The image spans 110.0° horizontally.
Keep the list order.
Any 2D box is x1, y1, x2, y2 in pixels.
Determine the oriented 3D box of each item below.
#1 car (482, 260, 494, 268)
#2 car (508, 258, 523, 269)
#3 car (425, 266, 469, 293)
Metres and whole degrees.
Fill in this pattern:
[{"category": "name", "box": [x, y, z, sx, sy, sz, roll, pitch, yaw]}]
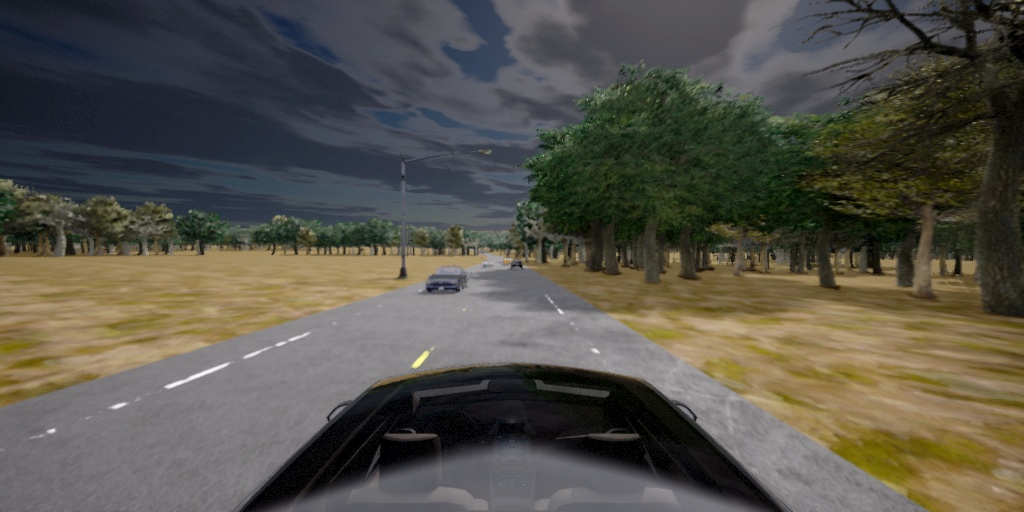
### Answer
[{"category": "car", "box": [-4.086, 1.327, 61.327, 1.895, 1.301, 4.718, 0, 0, -1]}, {"category": "car", "box": [0.756, 1.227, 56.101, 1.837, 1.490, 4.892, 0, 0, -1]}, {"category": "car", "box": [-3.641, 1.289, 21.058, 2.033, 1.411, 5.357, 0, 0, 0]}]
